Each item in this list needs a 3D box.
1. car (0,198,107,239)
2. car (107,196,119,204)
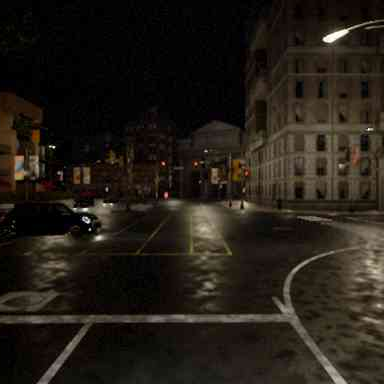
[{"bbox_3d":[-6.974,1.333,16.769,4.553,1.767,2.097,0,0,0],"label":"car"},{"bbox_3d":[-15.007,1.514,62.032,2.033,1.411,5.357,0,0,0],"label":"car"}]
